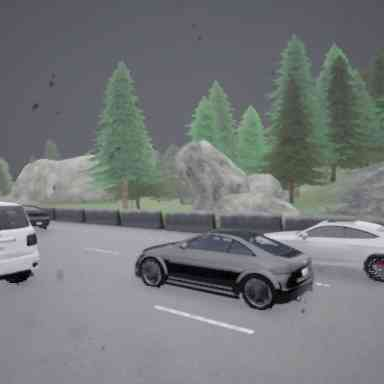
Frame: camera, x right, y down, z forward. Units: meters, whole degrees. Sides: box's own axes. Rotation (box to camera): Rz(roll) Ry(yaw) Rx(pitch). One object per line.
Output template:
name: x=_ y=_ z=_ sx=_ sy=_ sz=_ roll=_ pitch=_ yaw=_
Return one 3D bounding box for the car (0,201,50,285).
car: x=-6.085 y=1.229 z=8.342 sx=5.566 sy=2.045 sz=2.150 roll=0 pitch=0 yaw=36

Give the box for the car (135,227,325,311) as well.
car: x=0.636 y=1.567 z=7.836 sx=4.181 sy=1.385 sz=1.994 roll=0 pitch=0 yaw=35

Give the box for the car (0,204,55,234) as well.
car: x=-10.537 y=1.520 z=20.096 sx=4.892 sy=1.490 sz=1.837 roll=0 pitch=0 yaw=35

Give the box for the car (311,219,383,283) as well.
car: x=4.109 y=1.528 z=9.659 sx=4.674 sy=1.442 sz=1.812 roll=0 pitch=0 yaw=35
